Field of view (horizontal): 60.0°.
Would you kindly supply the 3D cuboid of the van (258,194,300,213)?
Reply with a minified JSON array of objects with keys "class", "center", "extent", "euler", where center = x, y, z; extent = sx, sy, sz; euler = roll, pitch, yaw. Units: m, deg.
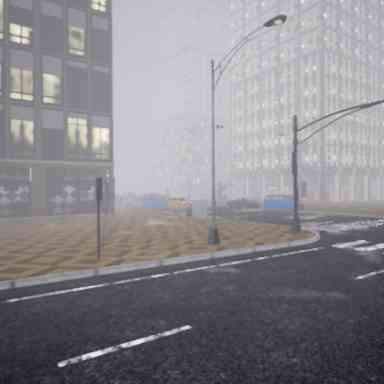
[{"class":"van","center":[8.997,1.158,33.791],"extent":[1.690,1.788,3.998],"euler":[0,0,-34]}]

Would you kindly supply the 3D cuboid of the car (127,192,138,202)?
[{"class":"car","center":[-9.704,1.204,61.261],"extent":[1.887,1.381,4.507],"euler":[0,0,-34]}]

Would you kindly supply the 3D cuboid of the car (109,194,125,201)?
[{"class":"car","center":[-15.908,1.171,70.441],"extent":[1.947,1.339,4.313],"euler":[0,0,-34]}]

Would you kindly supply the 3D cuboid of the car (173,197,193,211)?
[{"class":"car","center":[-1.339,1.305,38.544],"extent":[1.882,1.535,5.008],"euler":[-1,1,-34]}]

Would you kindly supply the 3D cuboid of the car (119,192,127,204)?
[{"class":"car","center":[-13.252,1.245,56.337],"extent":[1.837,1.490,4.892],"euler":[-1,0,-34]}]

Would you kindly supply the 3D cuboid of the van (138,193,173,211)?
[{"class":"van","center":[-4.241,1.187,38.210],"extent":[1.690,1.788,3.998],"euler":[0,0,-34]}]

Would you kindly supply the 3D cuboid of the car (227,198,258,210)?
[{"class":"car","center":[5.822,1.336,38.330],"extent":[1.887,1.381,4.507],"euler":[0,0,-34]}]

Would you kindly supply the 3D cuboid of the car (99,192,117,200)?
[{"class":"car","center":[-19.010,0.893,75.029],"extent":[2.192,1.841,5.009],"euler":[0,0,-34]}]

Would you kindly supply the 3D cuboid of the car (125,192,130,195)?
[{"class":"car","center":[-12.807,0.948,65.850],"extent":[2.192,1.841,5.009],"euler":[0,0,-34]}]

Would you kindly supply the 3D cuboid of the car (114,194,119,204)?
[{"class":"car","center":[-13.546,1.333,51.980],"extent":[1.947,1.339,4.313],"euler":[0,0,-34]}]

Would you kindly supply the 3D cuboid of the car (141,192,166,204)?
[{"class":"car","center":[-6.603,1.001,56.671],"extent":[2.192,1.841,5.009],"euler":[0,0,-34]}]
